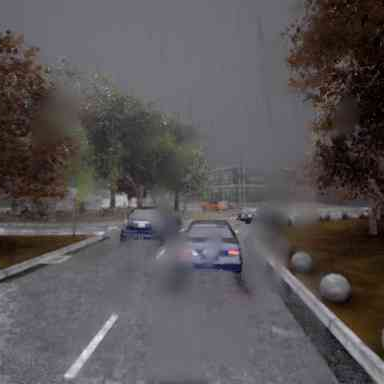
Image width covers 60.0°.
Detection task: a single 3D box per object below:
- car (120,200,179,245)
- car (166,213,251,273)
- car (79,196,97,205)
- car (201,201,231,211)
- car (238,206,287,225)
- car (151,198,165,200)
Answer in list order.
[{"bbox_3d":[-1.829,1.477,16.445,2.097,1.767,4.553,0,-1,9],"label":"car"},{"bbox_3d":[0.577,1.615,10.894,2.033,1.411,5.357,0,-1,3],"label":"car"},{"bbox_3d":[-28.661,2.565,89.839,4.553,1.767,2.185,1,-1,-12],"label":"car"},{"bbox_3d":[3.557,2.223,54.062,2.097,1.767,4.553,1,-1,-38],"label":"car"},{"bbox_3d":[5.988,1.912,27.267,2.033,1.411,5.357,-1,-1,39],"label":"car"},{"bbox_3d":[-8.647,2.904,92.368,4.792,1.488,2.163,1,-1,-12],"label":"car"}]
